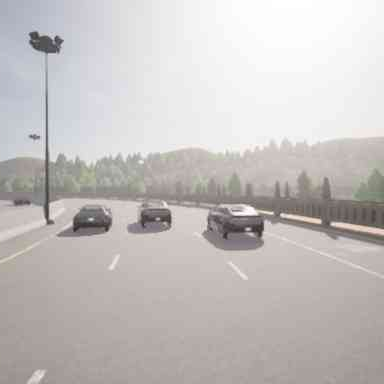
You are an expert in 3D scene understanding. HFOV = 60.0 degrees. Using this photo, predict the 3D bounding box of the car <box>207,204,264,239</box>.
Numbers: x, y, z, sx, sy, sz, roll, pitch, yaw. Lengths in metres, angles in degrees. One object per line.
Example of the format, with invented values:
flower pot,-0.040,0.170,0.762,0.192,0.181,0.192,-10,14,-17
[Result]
car,1.991,1.331,16.342,2.128,1.511,4.902,0,1,-9

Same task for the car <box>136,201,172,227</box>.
car,-2.454,1.299,21.242,2.128,1.511,4.902,0,1,-13

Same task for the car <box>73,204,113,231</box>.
car,-5.707,1.398,19.431,1.994,1.385,4.181,0,1,-11

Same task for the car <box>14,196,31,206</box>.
car,-23.353,1.242,45.803,1.895,1.301,4.718,0,1,-30
